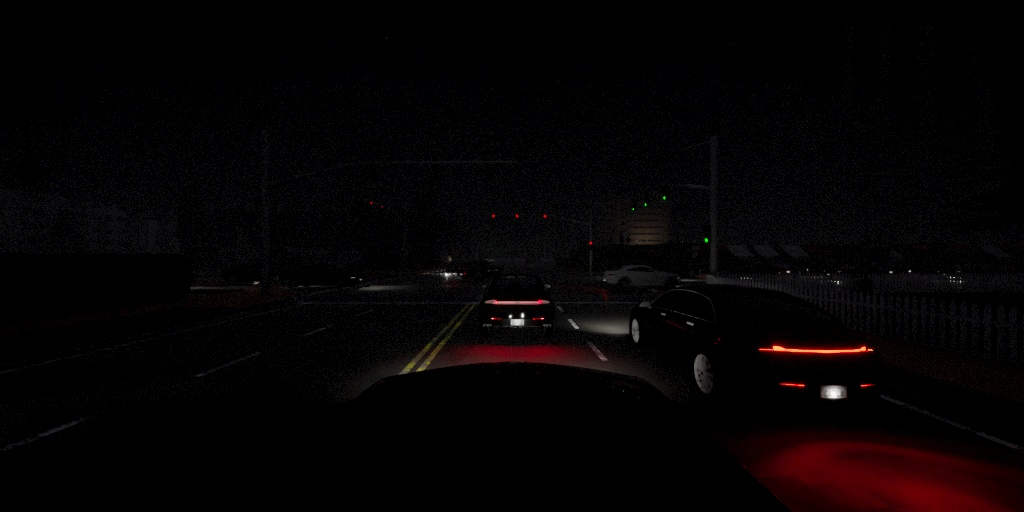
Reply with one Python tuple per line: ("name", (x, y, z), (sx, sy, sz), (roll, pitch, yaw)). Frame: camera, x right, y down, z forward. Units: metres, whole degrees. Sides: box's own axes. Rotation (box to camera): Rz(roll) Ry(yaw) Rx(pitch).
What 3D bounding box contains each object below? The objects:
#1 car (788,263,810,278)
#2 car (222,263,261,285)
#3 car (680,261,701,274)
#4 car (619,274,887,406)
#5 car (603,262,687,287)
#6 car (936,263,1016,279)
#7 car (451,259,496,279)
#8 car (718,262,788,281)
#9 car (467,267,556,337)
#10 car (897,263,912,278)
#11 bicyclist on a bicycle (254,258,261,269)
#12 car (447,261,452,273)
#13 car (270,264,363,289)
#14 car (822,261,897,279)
("car", (24.675, 1.297, 33.576), (5.357, 1.411, 2.033), (0, 0, -1))
("car", (-17.965, 1.254, 25.757), (4.892, 1.490, 1.837), (0, 0, -2))
("car", (14.936, 1.255, 33.460), (4.892, 1.490, 1.837), (0, 0, 1))
("car", (3.589, 1.255, 6.383), (1.837, 1.490, 4.892), (0, 0, 1))
("car", (8.121, 1.275, 22.601), (4.674, 1.442, 1.812), (0, 0, -1))
("car", (38.889, 1.276, 30.322), (4.674, 1.442, 1.812), (0, 0, -1))
("car", (-2.649, 1.255, 31.539), (1.837, 1.490, 4.892), (2, 2, 40))
("car", (19.629, 1.241, 29.981), (4.902, 1.511, 2.128), (0, 0, -1))
("car", (0.134, 1.241, 10.289), (2.128, 1.511, 4.902), (0, 0, 0))
("car", (34.499, 1.241, 33.751), (4.902, 1.511, 2.128), (0, 0, -1))
("bicyclist on a bicycle", (-26.157, 1.051, 36.812), (0.582, 1.620, 1.656), (0, 0, -3))
("car", (-6.823, 1.255, 44.317), (1.837, 1.490, 4.892), (0, 0, 0))
("car", (-11.929, 1.255, 22.455), (4.892, 1.490, 1.837), (0, 0, -2))
("car", (28.890, 1.276, 30.144), (4.674, 1.442, 1.812), (0, 0, -1))
